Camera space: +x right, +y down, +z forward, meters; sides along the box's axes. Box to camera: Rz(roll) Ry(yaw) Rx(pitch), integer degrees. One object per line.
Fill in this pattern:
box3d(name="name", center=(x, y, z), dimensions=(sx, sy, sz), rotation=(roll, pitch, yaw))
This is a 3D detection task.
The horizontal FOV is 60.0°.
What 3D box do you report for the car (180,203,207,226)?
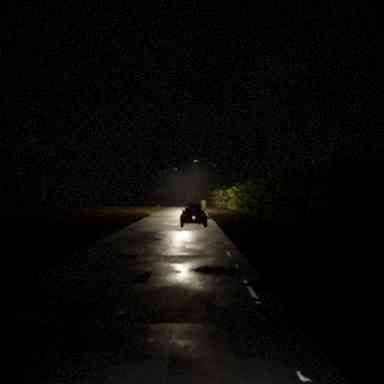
box3d(name="car", center=(0.119, 1.776, 25.102), dimensions=(1.994, 1.385, 4.181), rotation=(0, -1, 0))
